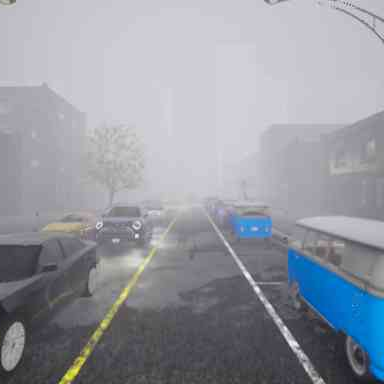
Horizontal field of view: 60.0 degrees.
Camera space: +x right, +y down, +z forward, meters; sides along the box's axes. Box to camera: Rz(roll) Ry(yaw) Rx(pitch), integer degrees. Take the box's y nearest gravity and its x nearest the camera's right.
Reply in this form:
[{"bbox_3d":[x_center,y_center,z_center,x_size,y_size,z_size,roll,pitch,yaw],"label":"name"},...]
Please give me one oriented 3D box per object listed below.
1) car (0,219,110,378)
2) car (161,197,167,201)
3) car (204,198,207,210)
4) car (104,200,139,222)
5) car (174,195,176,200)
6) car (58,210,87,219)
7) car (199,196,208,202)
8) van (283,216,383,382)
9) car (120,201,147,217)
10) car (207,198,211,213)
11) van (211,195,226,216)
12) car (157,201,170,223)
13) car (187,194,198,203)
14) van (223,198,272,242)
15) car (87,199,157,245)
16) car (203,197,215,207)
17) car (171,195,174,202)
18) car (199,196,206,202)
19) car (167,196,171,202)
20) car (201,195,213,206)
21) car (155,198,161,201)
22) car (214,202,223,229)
[{"bbox_3d":[-3.093,1.487,5.757,1.882,1.535,5.008,0,0,1],"label":"car"},{"bbox_3d":[-5.632,1.668,54.908,1.887,1.381,4.507,0,0,0],"label":"car"},{"bbox_3d":[2.730,1.644,38.316,1.947,1.339,4.313,0,0,0],"label":"car"},{"bbox_3d":[-5.663,1.492,27.301,1.967,1.590,4.097,0,0,0],"label":"car"},{"bbox_3d":[-5.602,1.651,82.517,1.967,1.590,4.097,0,0,0],"label":"car"},{"bbox_3d":[-5.674,1.553,16.086,1.752,1.417,4.829,0,0,0],"label":"car"},{"bbox_3d":[2.779,1.777,82.490,1.947,1.339,4.313,0,0,0],"label":"car"},{"bbox_3d":[2.693,1.349,5.186,1.690,1.788,3.998,0,0,0],"label":"van"},{"bbox_3d":[-5.657,1.610,32.822,1.887,1.381,4.507,0,0,0],"label":"car"},{"bbox_3d":[2.724,1.591,32.965,1.752,1.417,4.829,0,0,0],"label":"car"},{"bbox_3d":[2.717,1.393,27.273,1.690,1.788,3.998,0,0,0],"label":"van"},{"bbox_3d":[-3.062,1.649,25.762,1.895,1.301,4.718,0,0,0],"label":"car"},{"bbox_3d":[0.081,1.404,73.696,2.150,2.045,5.566,0,0,0],"label":"car"},{"bbox_3d":[2.705,1.369,16.230,1.690,1.788,3.998,0,0,0],"label":"van"},{"bbox_3d":[-3.077,1.379,15.730,2.097,1.767,4.553,0,0,0],"label":"car"},{"bbox_3d":[2.748,1.649,55.052,1.752,1.417,4.829,0,0,0],"label":"car"},{"bbox_3d":[-5.614,1.740,71.473,1.947,1.339,4.313,0,0,0],"label":"car"},{"bbox_3d":[2.785,1.775,88.013,1.887,1.381,4.507,0,0,0],"label":"car"},{"bbox_3d":[-5.620,1.681,65.781,1.752,1.417,4.829,0,0,0],"label":"car"},{"bbox_3d":[2.735,1.407,43.839,2.192,1.841,5.009,0,0,0],"label":"car"},{"bbox_3d":[-5.644,1.637,43.865,1.887,1.381,4.507,0,0,0],"label":"car"},{"bbox_3d":[2.712,1.584,21.750,1.887,1.381,4.507,0,0,0],"label":"car"}]
